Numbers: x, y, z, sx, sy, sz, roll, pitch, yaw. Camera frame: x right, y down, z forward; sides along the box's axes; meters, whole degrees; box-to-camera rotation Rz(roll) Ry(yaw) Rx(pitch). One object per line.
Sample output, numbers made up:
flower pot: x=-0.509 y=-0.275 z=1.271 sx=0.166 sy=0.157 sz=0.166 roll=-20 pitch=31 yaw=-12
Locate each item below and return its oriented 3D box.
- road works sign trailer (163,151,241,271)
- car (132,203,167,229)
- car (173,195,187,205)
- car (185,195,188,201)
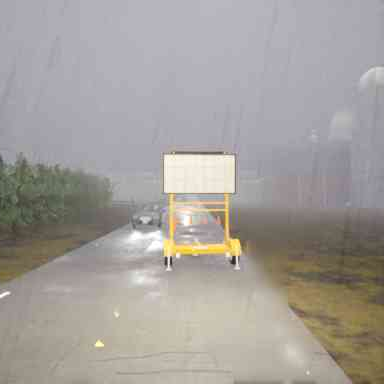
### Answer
road works sign trailer: x=0.233 y=0.471 z=11.020 sx=2.380 sy=3.560 sz=2.880 roll=0 pitch=0 yaw=-4
car: x=-2.761 y=1.527 z=22.194 sx=2.128 sy=1.511 sz=4.902 roll=0 pitch=0 yaw=0
car: x=-2.539 y=1.863 z=64.252 sx=1.994 sy=1.385 sz=4.181 roll=0 pitch=0 yaw=1
car: x=-2.389 y=1.720 z=91.021 sx=2.150 sy=2.045 sz=5.566 roll=0 pitch=0 yaw=0
